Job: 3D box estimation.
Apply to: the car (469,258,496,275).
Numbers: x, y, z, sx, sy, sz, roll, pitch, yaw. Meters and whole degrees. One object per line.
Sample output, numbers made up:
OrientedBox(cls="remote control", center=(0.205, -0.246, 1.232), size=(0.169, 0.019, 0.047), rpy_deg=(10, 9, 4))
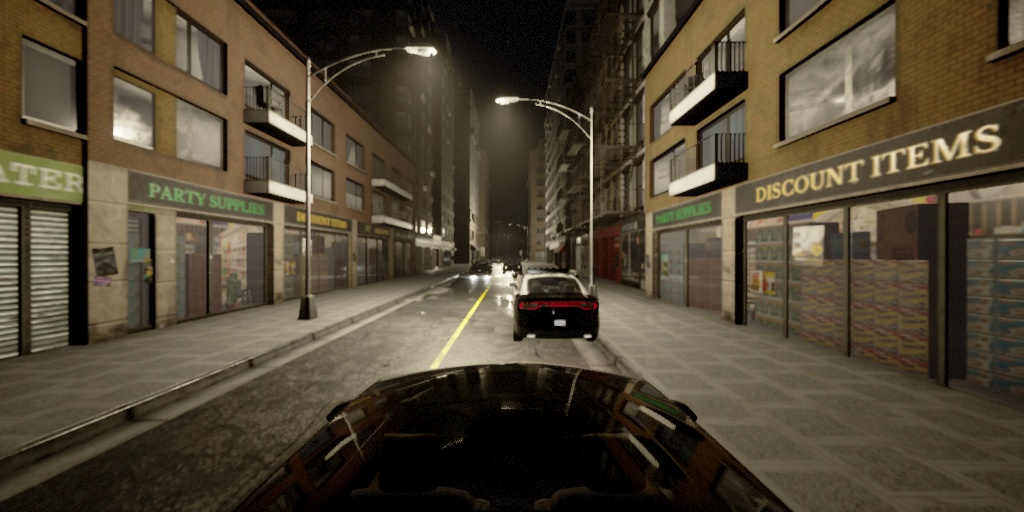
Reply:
OrientedBox(cls="car", center=(-2.852, 1.069, 33.586), size=(1.994, 1.385, 4.181), rpy_deg=(0, 0, 0))

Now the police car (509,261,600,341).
OrientedBox(cls="police car", center=(0.961, 1.112, 9.747), size=(1.930, 1.638, 5.238), rpy_deg=(0, 0, 0))

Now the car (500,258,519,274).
OrientedBox(cls="car", center=(0.059, 1.085, 36.440), size=(1.895, 1.301, 4.718), rpy_deg=(0, 0, 0))
